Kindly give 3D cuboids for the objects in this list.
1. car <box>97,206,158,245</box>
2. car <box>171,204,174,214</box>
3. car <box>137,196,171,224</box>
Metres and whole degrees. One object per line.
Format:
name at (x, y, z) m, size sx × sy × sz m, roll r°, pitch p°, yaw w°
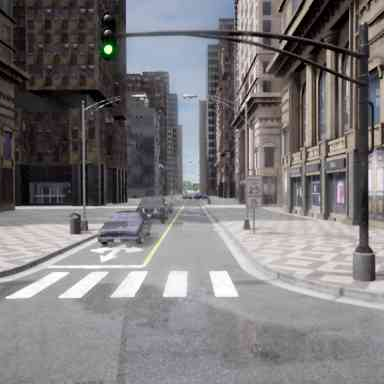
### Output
car at (-3.106, 1.644, 16.444) m, size 2.033 × 1.411 × 5.357 m, roll 0°, pitch 0°, yaw 0°
car at (-3.083, 1.687, 36.994) m, size 1.812 × 1.442 × 4.674 m, roll 0°, pitch 0°, yaw 0°
car at (-3.102, 1.350, 26.663) m, size 2.150 × 2.045 × 5.566 m, roll 0°, pitch 0°, yaw -1°
